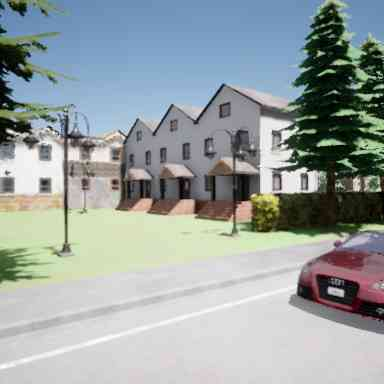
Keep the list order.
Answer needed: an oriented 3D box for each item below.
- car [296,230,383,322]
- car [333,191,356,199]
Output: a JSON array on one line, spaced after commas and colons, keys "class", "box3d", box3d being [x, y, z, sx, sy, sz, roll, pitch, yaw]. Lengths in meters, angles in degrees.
[{"class": "car", "box3d": [4.066, 1.522, 6.918, 4.181, 1.385, 1.994, 0, 0, -37]}, {"class": "car", "box3d": [35.447, 0.668, 77.414, 1.932, 1.855, 4.605, 0, 0, -36]}]
